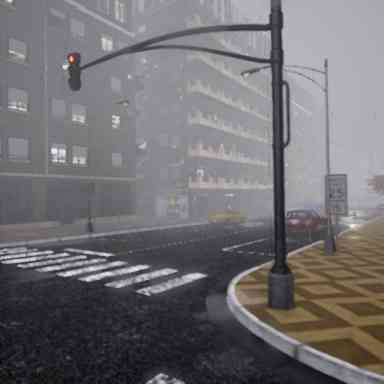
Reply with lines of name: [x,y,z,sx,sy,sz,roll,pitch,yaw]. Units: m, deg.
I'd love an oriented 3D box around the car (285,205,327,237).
car: [6.884,1.796,20.260,1.967,1.590,4.097,-2,-2,35]

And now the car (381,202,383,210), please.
car: [39.302,2.787,66.524,2.008,1.369,4.403,-2,-2,35]

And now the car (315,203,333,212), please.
car: [22.766,2.663,57.410,1.887,1.381,4.507,-2,-2,35]

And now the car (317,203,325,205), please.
car: [19.522,2.471,52.786,1.967,1.590,4.097,-2,-2,35]

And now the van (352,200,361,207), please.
van: [42.176,2.991,85.202,1.690,1.788,3.998,-2,-2,35]

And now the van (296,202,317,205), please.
van: [16.279,2.284,48.162,1.690,1.788,3.998,-2,-2,35]

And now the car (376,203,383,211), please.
car: [32.819,2.626,57.270,1.947,1.339,4.313,-2,-2,35]

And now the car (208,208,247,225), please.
car: [3.218,2.113,29.510,1.752,1.417,4.829,-2,-2,35]
